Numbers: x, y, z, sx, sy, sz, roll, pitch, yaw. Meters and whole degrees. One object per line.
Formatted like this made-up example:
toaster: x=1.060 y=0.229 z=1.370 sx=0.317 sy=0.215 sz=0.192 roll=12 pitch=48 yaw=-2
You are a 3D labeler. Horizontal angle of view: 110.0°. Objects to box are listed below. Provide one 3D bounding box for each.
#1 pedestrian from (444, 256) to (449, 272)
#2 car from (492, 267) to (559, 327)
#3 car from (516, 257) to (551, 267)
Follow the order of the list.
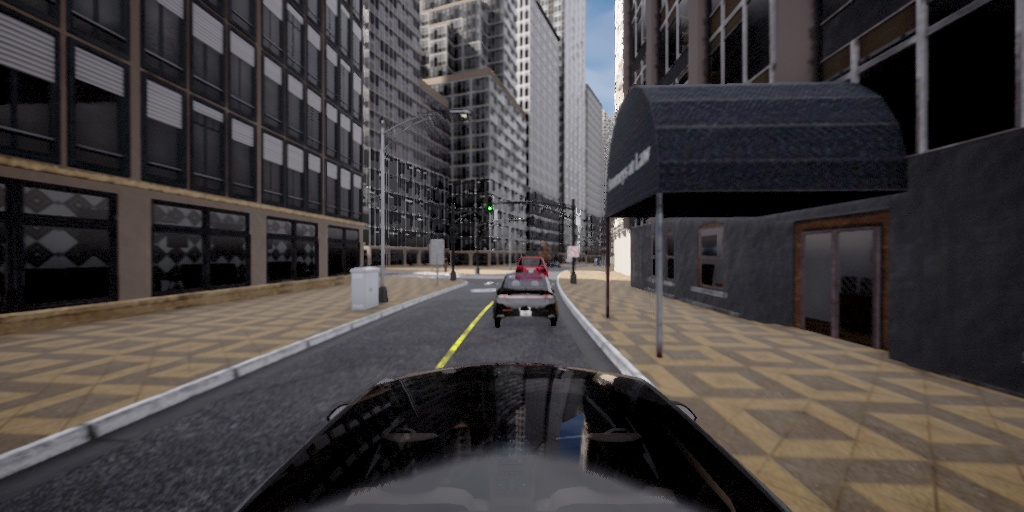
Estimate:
pedestrian: x=-7.228 y=0.870 z=39.153 sx=0.375 sy=1.860 sz=0.375 roll=0 pitch=0 yaw=21
car: x=0.435 y=1.283 z=11.705 sx=2.128 sy=1.511 sz=4.902 roll=0 pitch=0 yaw=2
car: x=1.454 y=1.074 z=25.147 sx=2.150 sy=2.045 sz=5.566 roll=0 pitch=0 yaw=6
